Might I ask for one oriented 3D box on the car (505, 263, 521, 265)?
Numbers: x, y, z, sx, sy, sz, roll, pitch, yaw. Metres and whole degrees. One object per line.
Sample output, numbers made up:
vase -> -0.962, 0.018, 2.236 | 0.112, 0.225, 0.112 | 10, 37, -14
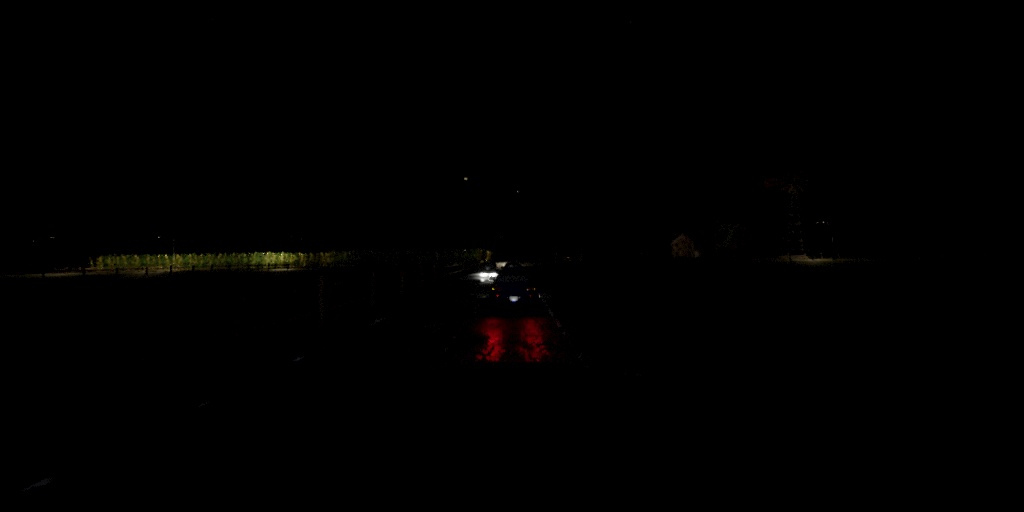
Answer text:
car -> 0.074, 1.262, 29.651 | 1.812, 1.442, 4.674 | 0, 0, 0

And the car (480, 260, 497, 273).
car -> -2.846, 1.221, 44.018 | 2.128, 1.511, 4.902 | 0, 0, 0

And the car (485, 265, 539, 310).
car -> 0.074, 1.269, 14.536 | 1.812, 1.442, 4.674 | 0, 0, 0
